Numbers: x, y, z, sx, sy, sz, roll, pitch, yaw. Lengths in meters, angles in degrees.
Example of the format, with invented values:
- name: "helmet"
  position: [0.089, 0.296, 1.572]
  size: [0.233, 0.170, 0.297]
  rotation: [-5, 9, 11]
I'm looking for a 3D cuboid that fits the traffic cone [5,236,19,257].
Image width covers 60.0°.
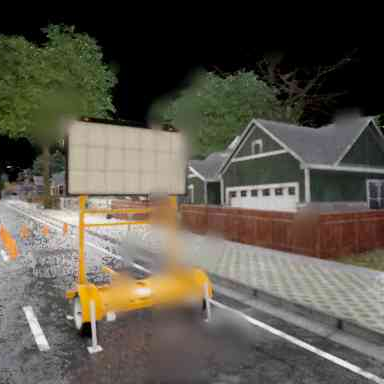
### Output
- name: "traffic cone"
  position: [-6.203, 1.944, 11.574]
  size: [0.340, 0.580, 0.340]
  rotation: [0, 0, -33]

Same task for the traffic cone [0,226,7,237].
- name: "traffic cone"
  position: [-8.368, 1.936, 14.937]
  size: [0.340, 0.580, 0.340]
  rotation: [0, 0, -33]

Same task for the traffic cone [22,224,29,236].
- name: "traffic cone"
  position: [-8.611, 1.936, 17.160]
  size: [0.340, 0.580, 0.340]
  rotation: [0, 0, -33]

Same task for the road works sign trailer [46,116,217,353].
- name: "road works sign trailer"
  position: [-1.246, 0.471, 6.430]
  size: [2.380, 3.560, 2.880]
  rotation: [0, 0, -32]

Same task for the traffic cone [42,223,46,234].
- name: "traffic cone"
  position: [-7.771, 1.941, 17.701]
  size: [0.340, 0.580, 0.340]
  rotation: [0, 0, -33]

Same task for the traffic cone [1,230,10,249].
- name: "traffic cone"
  position: [-7.286, 1.940, 13.255]
  size: [0.340, 0.580, 0.340]
  rotation: [0, 0, -33]
